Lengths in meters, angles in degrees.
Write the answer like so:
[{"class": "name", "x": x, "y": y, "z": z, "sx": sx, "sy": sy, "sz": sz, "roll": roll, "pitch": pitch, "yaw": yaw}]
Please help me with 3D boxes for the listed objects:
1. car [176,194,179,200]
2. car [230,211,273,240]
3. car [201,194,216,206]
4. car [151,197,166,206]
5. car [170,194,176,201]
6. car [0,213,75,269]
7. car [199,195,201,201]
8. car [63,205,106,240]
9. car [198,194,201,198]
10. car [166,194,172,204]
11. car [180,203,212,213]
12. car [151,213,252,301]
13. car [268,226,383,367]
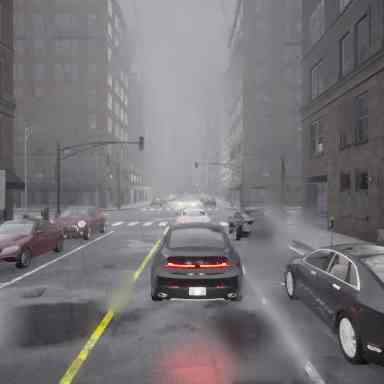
[{"class": "car", "x": -5.570, "y": 1.455, "z": 91.593, "sx": 2.192, "sy": 1.841, "sz": 5.009, "roll": 0, "pitch": 0, "yaw": 0}, {"class": "car", "x": 2.855, "y": 1.566, "z": 16.630, "sx": 1.947, "sy": 1.339, "sz": 4.313, "roll": 0, "pitch": 0, "yaw": 0}, {"class": "car", "x": 2.888, "y": 1.475, "z": 53.720, "sx": 1.967, "sy": 1.590, "sz": 4.097, "roll": 0, "pitch": 0, "yaw": 0}, {"class": "car", "x": -5.636, "y": 1.617, "z": 53.733, "sx": 1.802, "sy": 1.307, "sz": 4.206, "roll": 0, "pitch": 0, "yaw": 0}, {"class": "car", "x": -5.588, "y": 1.625, "z": 80.605, "sx": 1.752, "sy": 1.417, "sz": 4.829, "roll": 0, "pitch": 0, "yaw": 0}, {"class": "car", "x": -5.670, "y": 1.582, "z": 11.128, "sx": 1.802, "sy": 1.307, "sz": 4.206, "roll": 0, "pitch": 0, "yaw": 0}, {"class": "car", "x": 2.908, "y": 1.606, "z": 64.538, "sx": 2.008, "sy": 1.369, "sz": 4.403, "roll": 0, "pitch": 0, "yaw": 0}, {"class": "car", "x": -5.670, "y": 1.440, "z": 16.630, "sx": 1.967, "sy": 1.590, "sz": 4.097, "roll": 0, "pitch": 0, "yaw": 0}, {"class": "car", "x": 2.927, "y": 1.523, "z": 75.356, "sx": 1.967, "sy": 1.590, "sz": 4.097, "roll": 0, "pitch": 0, "yaw": 0}, {"class": "car", "x": -5.617, "y": 1.606, "z": 64.550, "sx": 2.008, "sy": 1.369, "sz": 4.403, "roll": 0, "pitch": 0, "yaw": 0}, {"class": "car", "x": 0.082, "y": 1.526, "z": 17.442, "sx": 1.812, "sy": 1.442, "sz": 4.674, "roll": 0, "pitch": 0, "yaw": -1}, {"class": "car", "x": 0.098, "y": 1.505, "z": 8.294, "sx": 1.837, "sy": 1.490, "sz": 4.892, "roll": 0, "pitch": 0, "yaw": 0}, {"class": "car", "x": 2.855, "y": 1.550, "z": 5.627, "sx": 2.008, "sy": 1.369, "sz": 4.403, "roll": 0, "pitch": 0, "yaw": 0}]
